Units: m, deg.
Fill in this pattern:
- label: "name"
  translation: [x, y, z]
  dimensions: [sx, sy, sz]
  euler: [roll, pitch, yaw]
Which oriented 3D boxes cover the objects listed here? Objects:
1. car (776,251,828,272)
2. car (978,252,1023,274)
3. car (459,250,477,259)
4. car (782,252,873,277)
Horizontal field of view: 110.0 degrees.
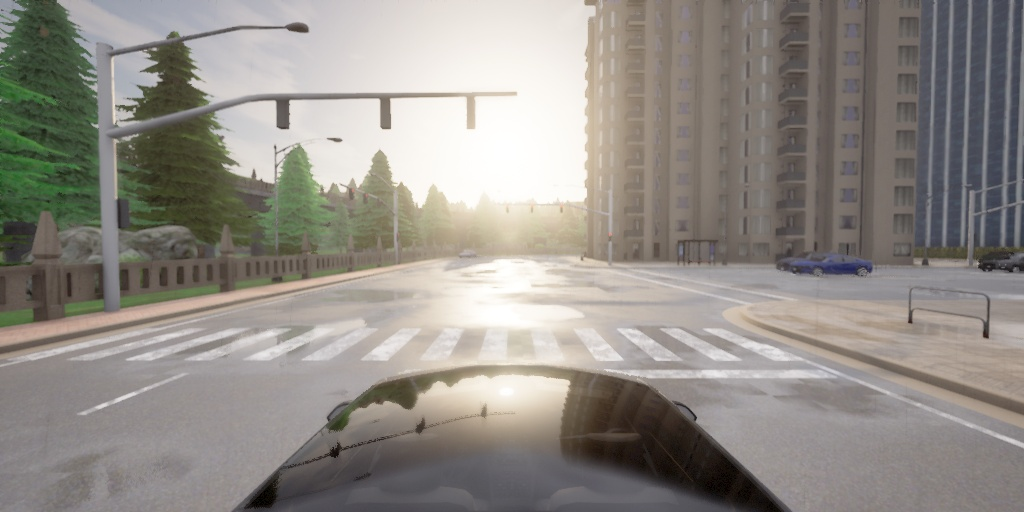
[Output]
- label: "car"
  translation: [24.111, 0.463, 29.020]
  dimensions: [4.553, 1.767, 2.097]
  euler: [0, 1, -1]
- label: "car"
  translation: [41.155, 0.610, 29.145]
  dimensions: [4.892, 1.490, 1.837]
  euler: [0, 1, -1]
- label: "car"
  translation: [-7.459, -0.231, 60.688]
  dimensions: [1.882, 1.535, 5.008]
  euler: [0, 3, 12]
- label: "car"
  translation: [22.601, 0.678, 25.509]
  dimensions: [5.008, 1.535, 1.882]
  euler: [0, 1, -1]
